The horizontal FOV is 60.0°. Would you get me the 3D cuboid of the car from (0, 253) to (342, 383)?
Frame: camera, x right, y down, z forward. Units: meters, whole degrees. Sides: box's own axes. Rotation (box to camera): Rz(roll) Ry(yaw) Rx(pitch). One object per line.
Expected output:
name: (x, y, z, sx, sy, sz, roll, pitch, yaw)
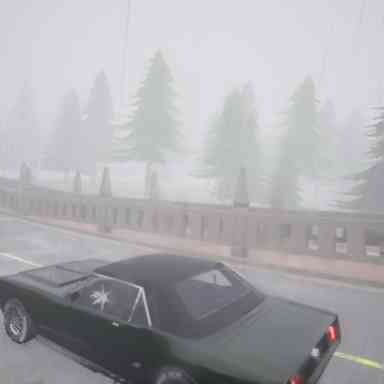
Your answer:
car: (-0.695, 1.536, 4.481, 4.718, 1.301, 1.895, 2, 1, 35)
